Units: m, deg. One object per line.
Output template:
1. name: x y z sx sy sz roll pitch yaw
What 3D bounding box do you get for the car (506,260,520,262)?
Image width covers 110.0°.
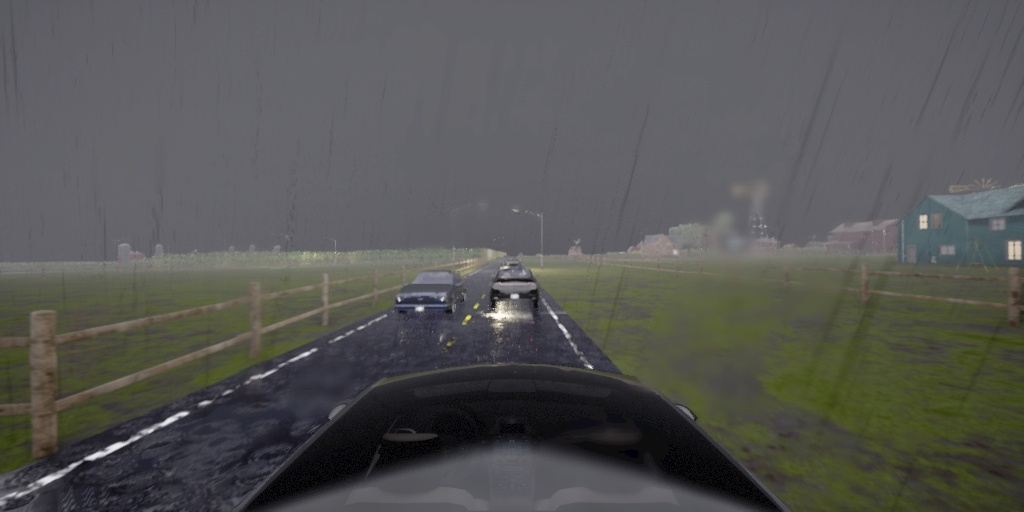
1. car: 0.096 1.098 35.322 1.837 1.490 4.892 0 0 0

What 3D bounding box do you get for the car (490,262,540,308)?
1. car: 0.098 1.180 14.889 2.128 1.511 4.902 0 0 0

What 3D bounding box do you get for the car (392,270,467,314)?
1. car: -2.845 1.241 13.732 2.033 1.411 5.357 0 0 0
